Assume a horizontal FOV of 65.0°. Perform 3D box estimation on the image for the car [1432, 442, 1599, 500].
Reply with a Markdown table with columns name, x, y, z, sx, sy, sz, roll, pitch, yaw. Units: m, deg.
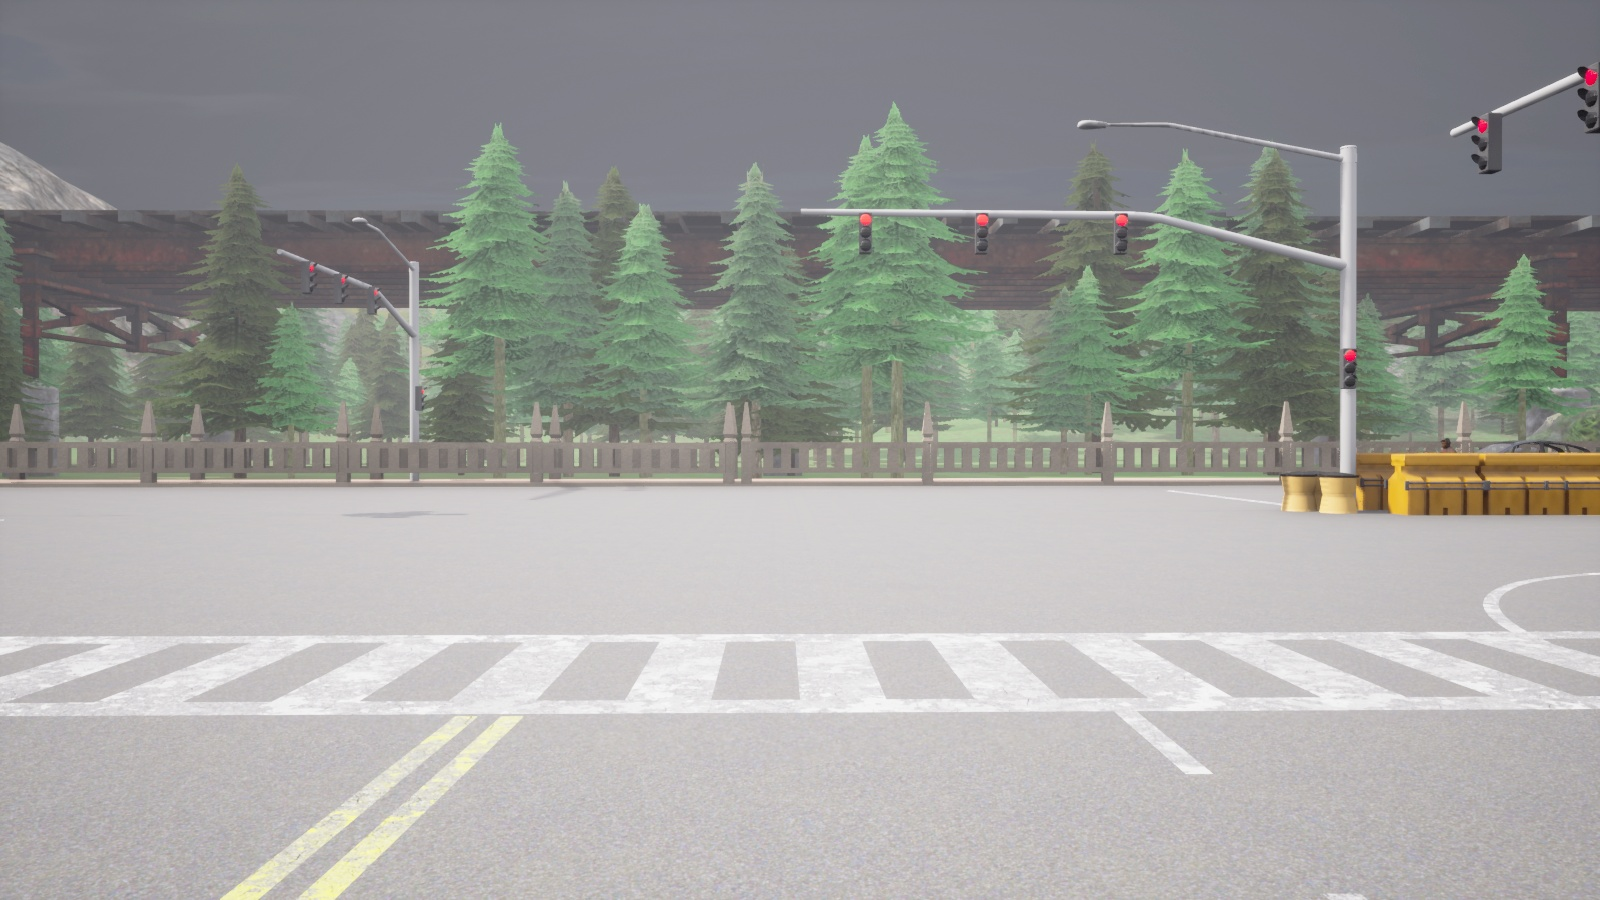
| name | x | y | z | sx | sy | sz | roll | pitch | yaw |
| --- | --- | --- | --- | --- | --- | --- | --- | --- | --- |
| car | 19.571 | 0.547 | 34.279 | 3.705 | 1.549 | 1.789 | 0 | 0 | -1 |
